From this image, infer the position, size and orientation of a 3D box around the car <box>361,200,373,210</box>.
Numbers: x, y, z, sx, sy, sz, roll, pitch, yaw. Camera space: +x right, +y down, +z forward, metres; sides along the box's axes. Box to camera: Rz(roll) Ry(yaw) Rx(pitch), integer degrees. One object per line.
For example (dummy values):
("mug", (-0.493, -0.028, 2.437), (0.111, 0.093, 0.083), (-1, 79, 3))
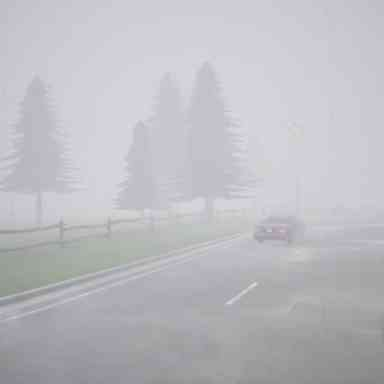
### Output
("car", (32.569, 2.609, 61.985), (1.812, 1.442, 4.674), (-2, -2, 29))

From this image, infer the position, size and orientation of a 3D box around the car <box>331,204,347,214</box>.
("car", (22.270, 2.521, 50.379), (2.033, 1.411, 5.357), (-2, -2, 29))

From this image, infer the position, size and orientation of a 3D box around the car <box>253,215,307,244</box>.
("car", (4.994, 1.978, 18.453), (2.033, 1.411, 5.357), (-2, -2, 29))
